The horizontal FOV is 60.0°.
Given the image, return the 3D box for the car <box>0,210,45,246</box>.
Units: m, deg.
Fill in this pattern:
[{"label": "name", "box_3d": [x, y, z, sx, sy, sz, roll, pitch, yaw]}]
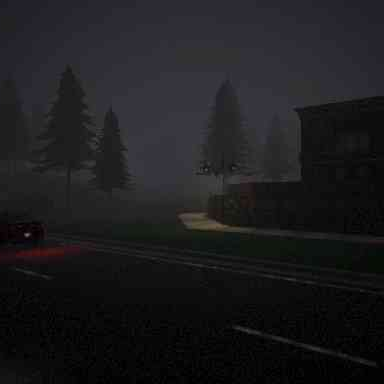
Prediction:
[{"label": "car", "box_3d": [-8.269, 1.482, 14.066, 5.008, 1.535, 1.882, 0, 0, 35]}]
